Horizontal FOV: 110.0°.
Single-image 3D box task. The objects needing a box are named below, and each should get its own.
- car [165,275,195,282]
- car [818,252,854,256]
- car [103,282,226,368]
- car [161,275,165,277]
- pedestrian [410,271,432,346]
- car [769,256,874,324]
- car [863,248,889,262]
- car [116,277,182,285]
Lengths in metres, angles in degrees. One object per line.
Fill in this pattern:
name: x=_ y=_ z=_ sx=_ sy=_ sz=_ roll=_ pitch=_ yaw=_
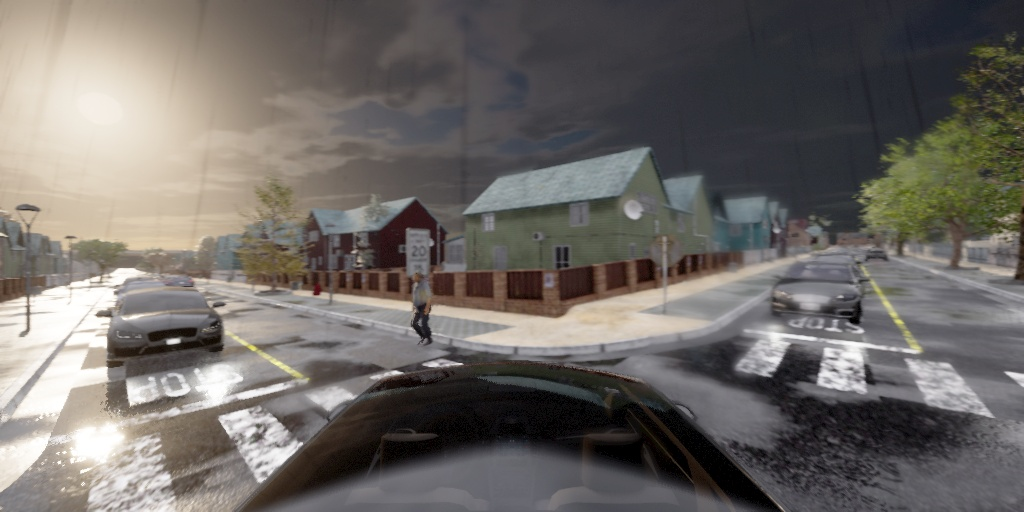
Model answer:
car: x=-32.251 y=2.525 z=34.747 sx=4.181 sy=1.385 sz=1.994 roll=-2 pitch=-1 yaw=42
car: x=16.958 y=0.629 z=18.896 sx=1.882 sy=1.535 sz=5.008 roll=0 pitch=1 yaw=43
car: x=-8.669 y=1.564 z=8.936 sx=4.892 sy=1.490 sz=1.837 roll=-2 pitch=-1 yaw=43
car: x=-23.826 y=2.103 z=22.953 sx=4.892 sy=1.490 sz=1.837 roll=-2 pitch=-1 yaw=43
pedestrian: x=-2.145 y=1.207 z=8.462 sx=0.375 sy=1.860 sz=0.375 roll=0 pitch=2 yaw=43
car: x=9.065 y=0.917 z=10.544 sx=4.902 sy=1.511 sz=2.128 roll=-2 pitch=2 yaw=-45
car: x=41.847 y=-0.144 z=41.211 sx=1.837 sy=1.490 sz=4.892 roll=0 pitch=2 yaw=43
car: x=-16.297 y=1.854 z=15.980 sx=4.674 sy=1.442 sz=1.812 roll=-2 pitch=-1 yaw=43
